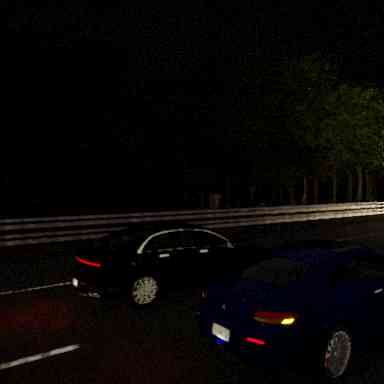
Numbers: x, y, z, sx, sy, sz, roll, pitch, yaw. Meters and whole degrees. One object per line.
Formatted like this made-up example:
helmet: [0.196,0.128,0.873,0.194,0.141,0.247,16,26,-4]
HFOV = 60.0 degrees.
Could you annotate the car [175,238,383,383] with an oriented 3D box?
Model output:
car: [2.220,1.503,5.328,4.674,1.442,1.812,0,0,-35]

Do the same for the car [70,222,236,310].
car: [-0.285,1.485,7.839,4.892,1.490,1.837,0,0,-35]
